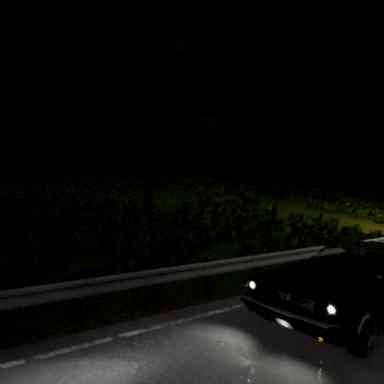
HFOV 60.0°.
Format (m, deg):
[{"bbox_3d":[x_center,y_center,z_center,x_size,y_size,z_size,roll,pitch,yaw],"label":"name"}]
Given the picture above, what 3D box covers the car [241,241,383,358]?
[{"bbox_3d":[3.178,1.663,6.216,4.718,1.301,1.895,1,0,-35],"label":"car"}]
